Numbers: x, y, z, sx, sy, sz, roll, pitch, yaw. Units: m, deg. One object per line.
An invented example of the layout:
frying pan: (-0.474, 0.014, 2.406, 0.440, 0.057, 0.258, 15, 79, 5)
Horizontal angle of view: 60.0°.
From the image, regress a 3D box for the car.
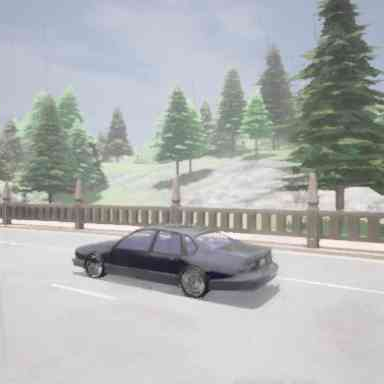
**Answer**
car: (-0.636, 1.535, 8.398, 5.357, 1.411, 2.033, 0, 0, 32)
